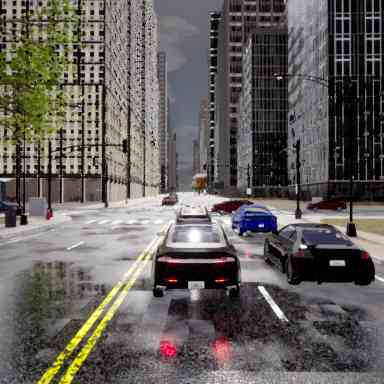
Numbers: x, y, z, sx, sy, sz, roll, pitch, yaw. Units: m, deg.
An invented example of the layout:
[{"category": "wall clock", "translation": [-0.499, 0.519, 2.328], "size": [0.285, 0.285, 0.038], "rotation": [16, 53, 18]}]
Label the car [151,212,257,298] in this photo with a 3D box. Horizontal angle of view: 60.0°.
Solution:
[{"category": "car", "translation": [0.090, 1.493, 8.532], "size": [2.128, 1.511, 4.902], "rotation": [0, 0, 0]}]

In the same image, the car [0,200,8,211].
[{"category": "car", "translation": [-21.145, 1.123, 31.639], "size": [5.566, 2.045, 2.150], "rotation": [0, -1, 2]}]

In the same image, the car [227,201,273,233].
[{"category": "car", "translation": [3.330, 1.479, 18.469], "size": [1.882, 1.535, 5.008], "rotation": [0, 0, 0]}]

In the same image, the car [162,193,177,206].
[{"category": "car", "translation": [-3.945, 1.458, 54.751], "size": [1.882, 1.535, 5.008], "rotation": [0, 0, -1]}]

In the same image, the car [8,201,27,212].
[{"category": "car", "translation": [-20.266, 1.496, 34.894], "size": [5.357, 1.411, 2.033], "rotation": [0, -1, 4]}]

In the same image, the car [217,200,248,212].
[{"category": "car", "translation": [4.187, 1.469, 30.463], "size": [4.674, 1.442, 1.812], "rotation": [0, -1, 2]}]

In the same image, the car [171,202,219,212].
[{"category": "car", "translation": [0.080, 1.493, 17.949], "size": [2.128, 1.511, 4.902], "rotation": [0, 0, 0]}]

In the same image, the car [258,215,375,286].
[{"category": "car", "translation": [3.325, 1.565, 9.475], "size": [1.994, 1.385, 4.181], "rotation": [0, 0, 2]}]

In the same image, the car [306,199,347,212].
[{"category": "car", "translation": [16.133, 1.619, 40.022], "size": [4.674, 1.442, 1.812], "rotation": [0, -1, 1]}]

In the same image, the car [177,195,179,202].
[{"category": "car", "translation": [-4.087, 1.519, 64.570], "size": [2.033, 1.411, 5.357], "rotation": [0, 0, -1]}]

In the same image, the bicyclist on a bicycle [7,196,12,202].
[{"category": "bicyclist on a bicycle", "translation": [-25.207, 1.398, 45.869], "size": [0.582, 1.620, 1.656], "rotation": [0, -1, 2]}]

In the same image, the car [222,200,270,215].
[{"category": "car", "translation": [5.377, 1.510, 33.671], "size": [4.674, 1.442, 1.812], "rotation": [0, -1, 2]}]
